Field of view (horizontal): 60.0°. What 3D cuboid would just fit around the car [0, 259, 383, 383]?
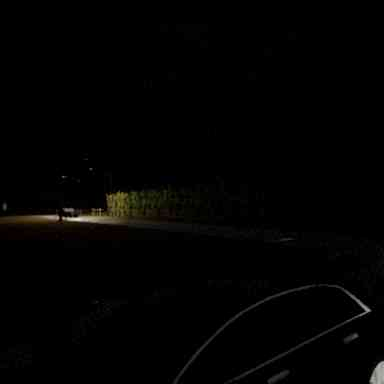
[{"bbox_3d":[0.141,1.512,3.069,4.892,1.490,1.837,0,0,-36],"label":"car"}]

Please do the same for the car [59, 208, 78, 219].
[{"bbox_3d":[-18.663,3.203,50.208,2.128,1.511,4.902,1,-3,-36],"label":"car"}]
